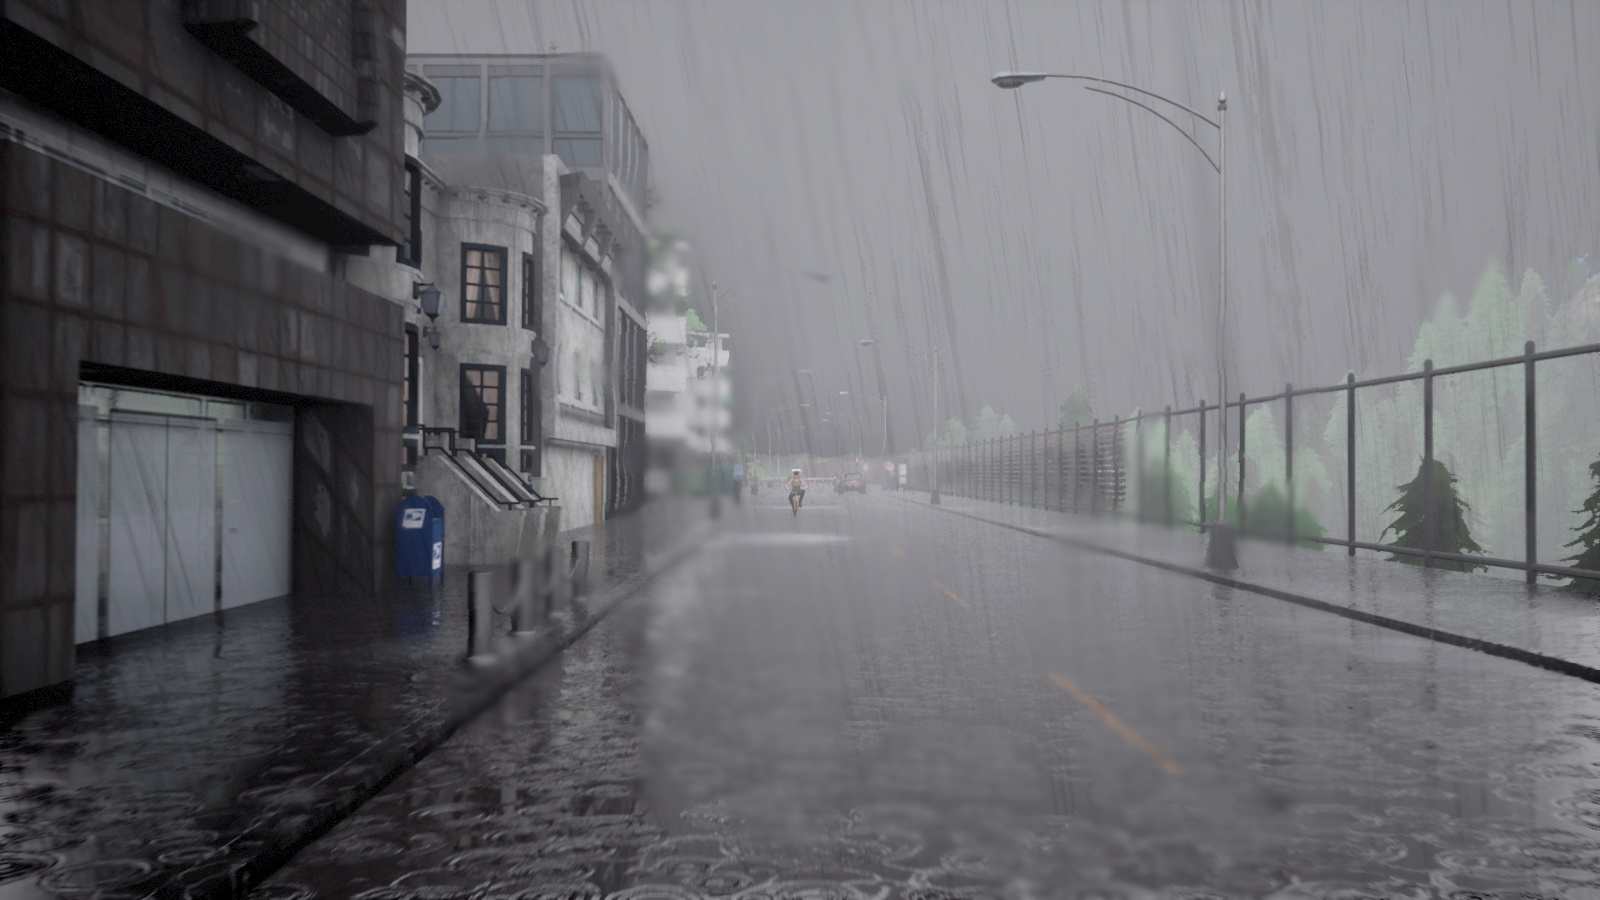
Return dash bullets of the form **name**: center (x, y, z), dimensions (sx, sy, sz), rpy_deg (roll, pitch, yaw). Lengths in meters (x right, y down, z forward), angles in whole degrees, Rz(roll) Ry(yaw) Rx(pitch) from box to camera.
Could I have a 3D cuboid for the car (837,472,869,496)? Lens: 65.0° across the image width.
- **car**: center (3.767, 2.376, 89.573), dimensions (2.033, 1.649, 4.856), rpy_deg (0, -1, 0)
